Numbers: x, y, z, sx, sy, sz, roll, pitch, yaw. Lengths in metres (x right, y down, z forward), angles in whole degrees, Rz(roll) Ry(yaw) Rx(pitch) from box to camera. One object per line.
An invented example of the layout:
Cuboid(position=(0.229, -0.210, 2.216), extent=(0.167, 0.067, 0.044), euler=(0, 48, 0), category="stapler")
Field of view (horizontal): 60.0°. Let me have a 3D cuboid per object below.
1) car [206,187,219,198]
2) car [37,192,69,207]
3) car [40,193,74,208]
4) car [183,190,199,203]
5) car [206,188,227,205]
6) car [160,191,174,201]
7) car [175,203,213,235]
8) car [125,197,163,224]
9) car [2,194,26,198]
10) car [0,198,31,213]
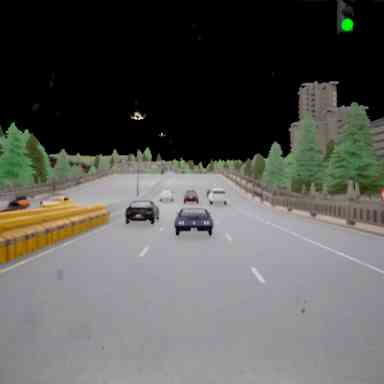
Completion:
Cuboid(position=(3.328, 0.062, 54.496), extent=(1.895, 1.301, 4.718), euler=(0, 6, 0), category="car")
Cuboid(position=(-17.603, 0.911, 42.437), extent=(2.128, 1.511, 4.902), euler=(0, 3, 0), category="car")
Cuboid(position=(-14.060, 1.215, 35.038), extent=(1.882, 1.535, 5.008), euler=(0, 2, 0), category="car")
Cuboid(position=(-0.118, 0.554, 45.941), extent=(2.097, 1.767, 4.553), euler=(0, 4, 0), category="car")
Cuboid(position=(3.388, 0.552, 44.031), extent=(2.150, 2.045, 5.566), euler=(0, 4, 0), category="car")
Cuboid(position=(-3.603, 0.509, 48.820), extent=(1.812, 1.442, 4.674), euler=(0, 5, 0), category="car")
Cuboid(position=(0.095, 1.503, 18.090), extent=(1.895, 1.301, 4.718), euler=(0, 0, 0), category="car")
Cuboid(position=(-3.411, 1.351, 23.557), extent=(1.882, 1.535, 5.008), euler=(0, 0, 0), category="car")
Cuboid(position=(-17.544, 1.154, 32.224), extent=(2.097, 1.767, 4.553), euler=(0, 1, 0), category="car")
Cuboid(position=(-14.080, 1.392, 24.854), extent=(1.812, 1.442, 4.674), euler=(0, 0, 0), category="car")
